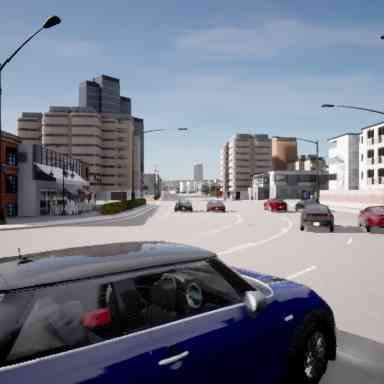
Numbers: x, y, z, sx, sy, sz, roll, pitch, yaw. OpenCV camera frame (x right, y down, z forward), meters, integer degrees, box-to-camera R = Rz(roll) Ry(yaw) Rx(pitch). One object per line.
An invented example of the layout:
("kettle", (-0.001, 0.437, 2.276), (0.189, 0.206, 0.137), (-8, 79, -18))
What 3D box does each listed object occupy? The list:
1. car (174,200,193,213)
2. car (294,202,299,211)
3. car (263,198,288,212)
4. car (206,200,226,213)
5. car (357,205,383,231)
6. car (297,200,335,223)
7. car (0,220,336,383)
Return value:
("car", (-0.900, 1.565, 37.001), (1.994, 1.385, 4.181), (0, 0, -1))
("car", (13.132, 1.564, 37.861), (1.994, 1.385, 4.181), (0, 0, -1))
("car", (9.619, 1.477, 38.623), (1.882, 1.535, 5.008), (0, 0, -1))
("car", (2.603, 1.564, 36.931), (1.994, 1.385, 4.181), (0, 0, 0))
("car", (11.163, 1.525, 19.914), (1.812, 1.442, 4.674), (0, 0, 19))
("car", (7.812, 1.507, 20.890), (1.837, 1.490, 4.892), (0, 1, 20))
("car", (-0.345, 1.351, 3.683), (4.553, 1.767, 2.097), (0, 0, -39))
